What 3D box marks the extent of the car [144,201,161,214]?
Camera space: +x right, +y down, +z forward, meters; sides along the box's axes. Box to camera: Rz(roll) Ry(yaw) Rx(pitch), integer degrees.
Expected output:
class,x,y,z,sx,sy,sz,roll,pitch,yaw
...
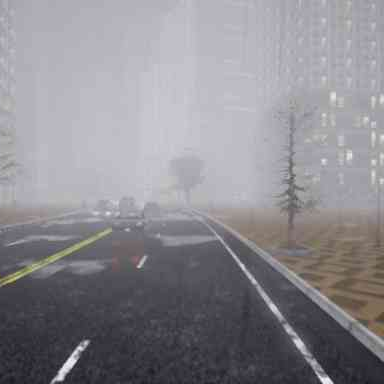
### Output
class,x,y,z,sx,sy,sz,roll,pitch,yaw
car,-4.864,1.821,40.669,1.882,1.535,5.008,0,0,-5

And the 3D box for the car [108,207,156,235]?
class,x,y,z,sx,sy,sz,roll,pitch,yaw
car,-3.504,1.782,20.114,1.895,1.301,4.718,0,0,-2

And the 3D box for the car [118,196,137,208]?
class,x,y,z,sx,sy,sz,roll,pitch,yaw
car,-8.794,1.603,45.727,2.150,2.045,5.566,0,0,-6

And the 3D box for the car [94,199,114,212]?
class,x,y,z,sx,sy,sz,roll,pitch,yaw
car,-12.071,1.734,45.717,2.097,1.767,4.553,0,-1,-6

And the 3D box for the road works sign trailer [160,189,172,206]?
class,x,y,z,sx,sy,sz,roll,pitch,yaw
road works sign trailer,-5.486,1.008,69.617,2.380,3.560,2.880,0,0,-11
